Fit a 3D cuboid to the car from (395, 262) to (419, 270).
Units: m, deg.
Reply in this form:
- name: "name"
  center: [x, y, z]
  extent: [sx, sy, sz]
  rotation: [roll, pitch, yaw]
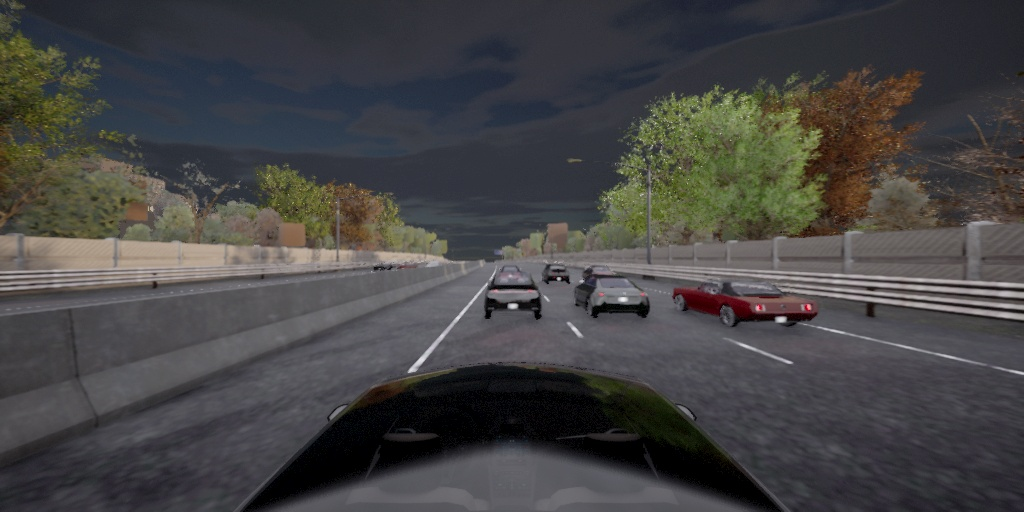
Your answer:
- name: "car"
  center: [-14.758, 1.570, 51.353]
  extent: [1.895, 1.301, 4.718]
  rotation: [0, 0, -1]

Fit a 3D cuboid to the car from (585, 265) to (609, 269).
- name: "car"
  center: [6.865, 1.433, 28.803]
  extent: [1.994, 1.385, 4.181]
  rotation: [0, 0, -1]

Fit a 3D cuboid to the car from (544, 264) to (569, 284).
- name: "car"
  center: [3.372, 1.374, 28.276]
  extent: [1.837, 1.490, 4.892]
  rotation: [0, 0, -1]

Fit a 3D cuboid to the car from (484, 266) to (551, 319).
- name: "car"
  center: [0.029, 1.293, 13.103]
  extent: [2.128, 1.511, 4.902]
  rotation: [0, 0, 0]

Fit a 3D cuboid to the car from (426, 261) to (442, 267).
- name: "car"
  center: [-11.281, 1.499, 52.362]
  extent: [1.812, 1.442, 4.674]
  rotation: [0, 0, -1]

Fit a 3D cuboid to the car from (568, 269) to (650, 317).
- name: "car"
  center: [3.529, 1.364, 13.405]
  extent: [1.994, 1.385, 4.181]
  rotation: [0, 0, 0]

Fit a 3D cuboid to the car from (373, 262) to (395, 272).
- name: "car"
  center: [-18.262, 1.567, 51.426]
  extent: [1.895, 1.301, 4.718]
  rotation: [0, 0, -1]

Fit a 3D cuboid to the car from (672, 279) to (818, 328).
- name: "car"
  center: [7.039, 1.391, 11.616]
  extent: [1.895, 1.301, 4.718]
  rotation: [0, 0, 0]
